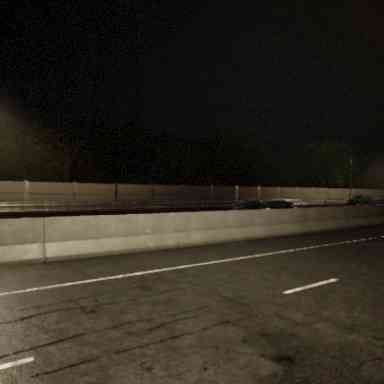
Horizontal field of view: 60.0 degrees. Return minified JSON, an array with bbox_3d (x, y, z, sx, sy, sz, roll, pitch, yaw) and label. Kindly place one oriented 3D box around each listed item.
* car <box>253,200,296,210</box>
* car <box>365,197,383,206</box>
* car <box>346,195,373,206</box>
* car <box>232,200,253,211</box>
[{"bbox_3d":[9.371,1.655,36.478,4.892,1.490,1.837,0,0,-36],"label":"car"},{"bbox_3d":[28.601,1.804,50.198,4.674,1.442,1.812,1,0,-35],"label":"car"},{"bbox_3d":[27.135,1.500,53.446,5.566,2.045,2.150,1,0,-36],"label":"car"},{"bbox_3d":[6.797,1.673,38.940,4.674,1.442,1.812,0,0,-36],"label":"car"}]
